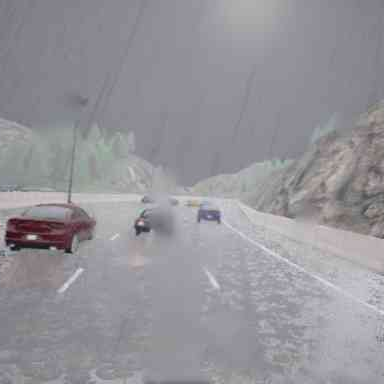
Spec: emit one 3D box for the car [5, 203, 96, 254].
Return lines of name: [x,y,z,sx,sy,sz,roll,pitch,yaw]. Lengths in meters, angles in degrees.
car: [-4.763,1.144,11.969,1.882,1.535,5.008,5,0,-5]

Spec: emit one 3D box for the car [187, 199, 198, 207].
car: [0.365,1.974,61.290,1.882,1.535,5.008,5,-1,7]

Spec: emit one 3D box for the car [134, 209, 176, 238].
car: [-1.851,1.570,17.791,1.895,1.301,4.718,5,0,-2]

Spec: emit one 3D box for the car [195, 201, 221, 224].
car: [1.424,1.820,28.740,1.882,1.535,5.008,5,-1,0]

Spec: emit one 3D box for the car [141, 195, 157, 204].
car: [-7.221,1.279,56.725,2.128,1.511,4.902,5,-1,7]

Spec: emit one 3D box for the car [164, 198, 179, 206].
car: [-3.553,1.686,57.863,1.994,1.385,4.181,5,-1,7]
